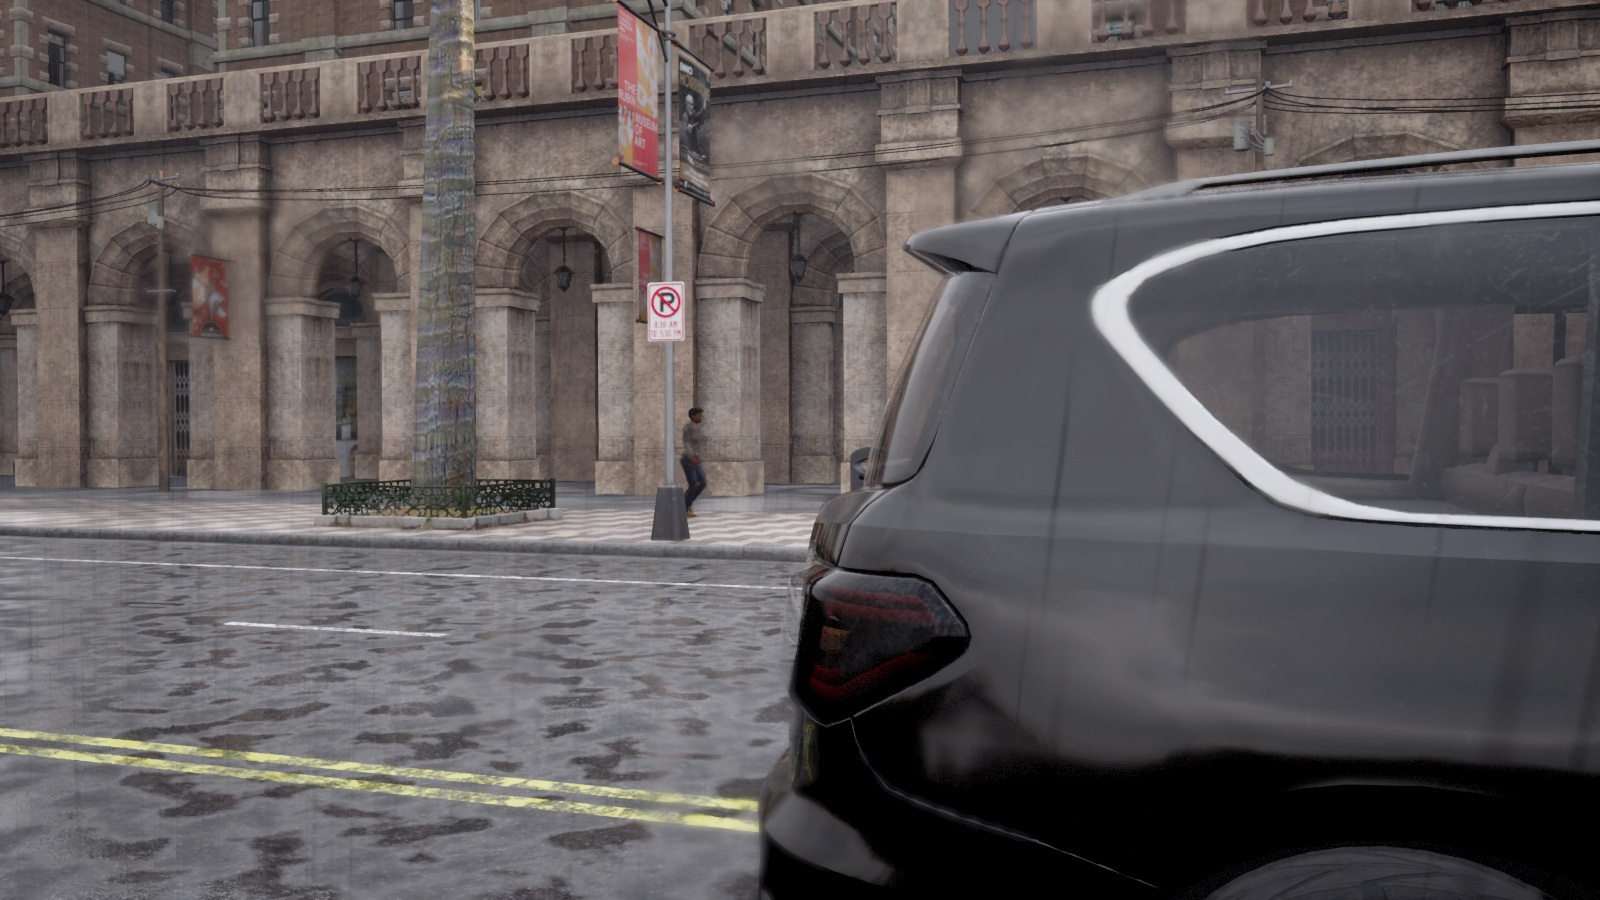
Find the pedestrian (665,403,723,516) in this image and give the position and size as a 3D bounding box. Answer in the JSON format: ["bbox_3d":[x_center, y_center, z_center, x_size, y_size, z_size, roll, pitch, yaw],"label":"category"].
[{"bbox_3d":[-1.722,0.150,20.422,0.869,1.805,0.328,1,1,18],"label":"pedestrian"}]

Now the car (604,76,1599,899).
[{"bbox_3d":[2.642,0.519,2.301,5.566,2.045,2.150,1,1,19],"label":"car"}]
